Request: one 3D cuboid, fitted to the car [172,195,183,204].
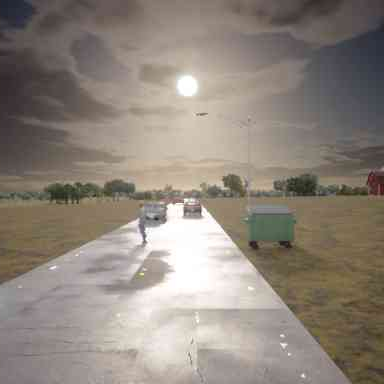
[{"bbox_3d":[-2.767,1.535,67.263,2.150,2.045,5.566,0,0,0],"label":"car"}]

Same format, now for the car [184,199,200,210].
[{"bbox_3d":[0.044,1.668,45.710,2.033,1.411,5.357,0,0,1],"label":"car"}]

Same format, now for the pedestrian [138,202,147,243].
[{"bbox_3d":[-2.171,1.320,14.627,0.375,1.860,0.375,0,0,-10],"label":"pedestrian"}]

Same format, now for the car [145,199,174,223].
[{"bbox_3d":[-2.853,1.546,26.219,2.128,1.511,4.902,0,0,0],"label":"car"}]

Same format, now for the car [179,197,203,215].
[{"bbox_3d":[0.072,1.569,34.399,2.128,1.511,4.902,0,0,0],"label":"car"}]

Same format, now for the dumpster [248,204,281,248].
[{"bbox_3d":[3.123,1.421,14.505,1.020,1.700,1.940,0,0,0],"label":"dumpster"}]
